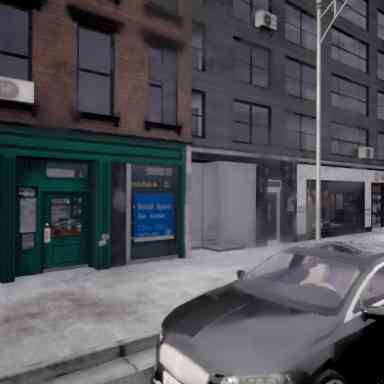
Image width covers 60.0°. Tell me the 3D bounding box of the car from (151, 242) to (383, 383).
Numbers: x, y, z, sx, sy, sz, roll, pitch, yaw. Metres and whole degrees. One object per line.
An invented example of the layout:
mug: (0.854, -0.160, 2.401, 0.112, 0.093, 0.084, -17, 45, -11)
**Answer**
car: (1.840, 1.492, 4.390, 4.902, 1.511, 2.128, 0, 0, -36)
